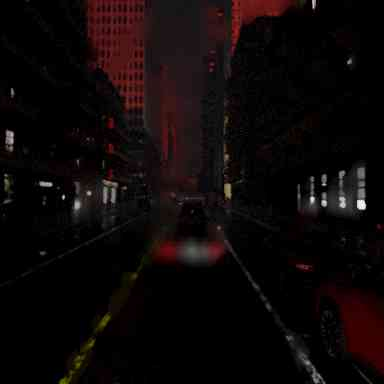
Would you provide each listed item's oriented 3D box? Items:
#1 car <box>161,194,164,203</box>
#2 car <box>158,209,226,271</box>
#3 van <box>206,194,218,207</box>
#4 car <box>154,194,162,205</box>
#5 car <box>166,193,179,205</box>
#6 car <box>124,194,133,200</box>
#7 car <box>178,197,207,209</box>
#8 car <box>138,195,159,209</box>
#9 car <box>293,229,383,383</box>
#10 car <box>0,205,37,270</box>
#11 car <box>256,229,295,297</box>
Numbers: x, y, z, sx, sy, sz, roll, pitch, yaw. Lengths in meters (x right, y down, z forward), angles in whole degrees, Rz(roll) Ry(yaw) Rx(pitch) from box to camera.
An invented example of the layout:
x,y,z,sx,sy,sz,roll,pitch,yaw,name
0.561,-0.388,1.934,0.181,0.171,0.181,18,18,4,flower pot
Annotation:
x,y,z,sx,sy,sz,roll,pitch,yaw,name
-5.653,1.358,52.445,1.947,1.339,4.313,1,0,0,car
0.022,1.506,10.661,2.033,1.411,5.357,0,0,0,car
2.700,1.155,46.959,1.690,1.788,3.998,1,0,0,van
-5.652,1.396,46.906,1.802,1.307,4.206,1,0,0,car
-3.078,1.352,53.661,1.994,1.385,4.181,0,0,0,car
-16.505,1.177,80.630,4.097,1.590,1.967,0,-1,0,car
0.048,1.363,29.005,1.882,1.535,5.008,0,1,0,car
-5.650,1.387,41.365,2.008,1.369,4.403,1,0,0,car
2.708,1.305,2.637,2.192,1.841,5.009,1,0,0,car
-5.674,1.283,8.123,2.192,1.841,5.009,1,0,0,car
2.703,1.550,8.178,1.802,1.307,4.206,1,0,0,car
